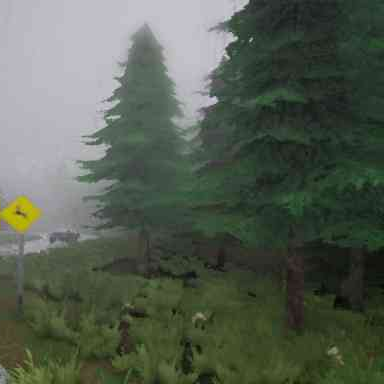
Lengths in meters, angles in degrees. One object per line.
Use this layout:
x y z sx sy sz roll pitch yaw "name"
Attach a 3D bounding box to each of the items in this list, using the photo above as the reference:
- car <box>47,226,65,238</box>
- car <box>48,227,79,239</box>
-20.027 5.817 48.722 2.128 1.511 4.902 1 -6 -26 "car"
-12.368 4.286 32.603 1.837 1.490 4.892 1 -5 -4 "car"
